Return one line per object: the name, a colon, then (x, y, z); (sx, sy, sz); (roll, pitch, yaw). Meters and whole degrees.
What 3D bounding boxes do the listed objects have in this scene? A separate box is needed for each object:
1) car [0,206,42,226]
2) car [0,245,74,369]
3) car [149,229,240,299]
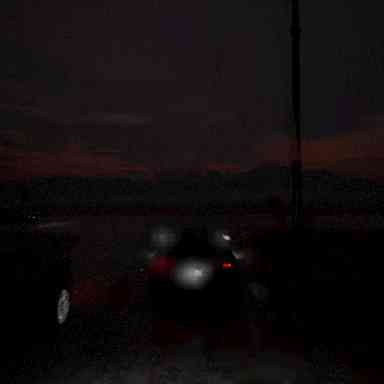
car: (-14.592, 1.896, 26.656); (4.892, 1.490, 1.837); (0, 2, 3)
car: (-3.132, 1.513, 4.253); (1.882, 1.535, 5.008); (0, -1, 0)
car: (0.071, 1.634, 8.671); (1.994, 1.385, 4.181); (0, -1, 1)
